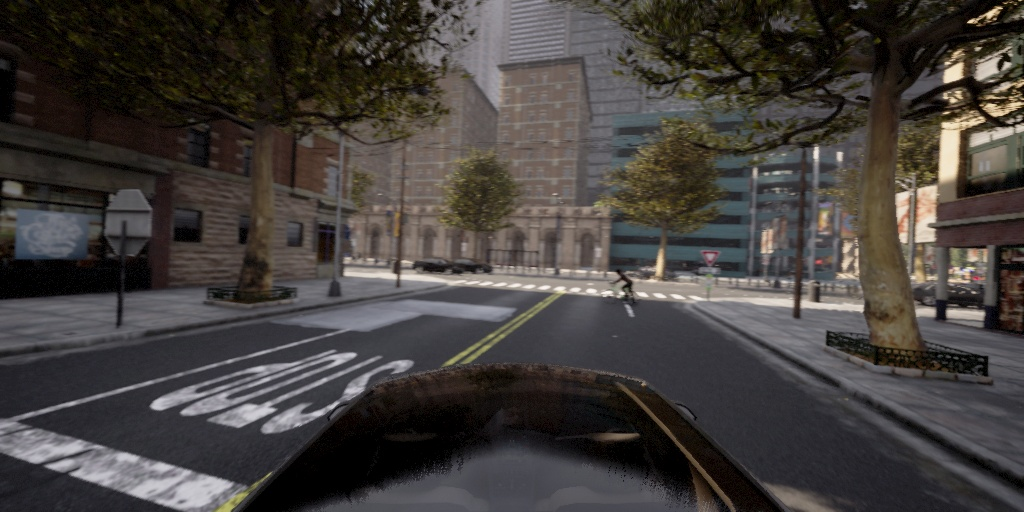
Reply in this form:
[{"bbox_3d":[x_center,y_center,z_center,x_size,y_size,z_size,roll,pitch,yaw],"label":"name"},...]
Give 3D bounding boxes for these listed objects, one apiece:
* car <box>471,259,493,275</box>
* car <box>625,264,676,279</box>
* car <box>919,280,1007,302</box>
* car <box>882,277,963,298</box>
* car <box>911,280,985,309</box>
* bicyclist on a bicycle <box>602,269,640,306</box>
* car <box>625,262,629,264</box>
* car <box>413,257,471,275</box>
[{"bbox_3d":[-4.371,0.991,36.117,5.008,1.535,1.882,3,0,16],"label":"car"},{"bbox_3d":[15.194,1.907,39.078,4.902,1.511,2.128,3,0,16],"label":"car"},{"bbox_3d":[40.058,3.098,31.970,4.674,1.442,1.812,3,0,16],"label":"car"},{"bbox_3d":[40.463,3.066,35.498,5.008,1.535,1.882,3,0,16],"label":"car"},{"bbox_3d":[28.098,2.533,23.251,4.892,1.490,1.837,3,0,16],"label":"car"},{"bbox_3d":[4.918,1.416,16.185,1.656,1.620,0.582,3,0,15],"label":"bicyclist on a bicycle"},{"bbox_3d":[16.151,1.948,42.444,4.902,1.511,2.128,3,0,16],"label":"car"},{"bbox_3d":[-6.677,0.888,32.860,5.008,1.535,1.882,3,0,22],"label":"car"}]
